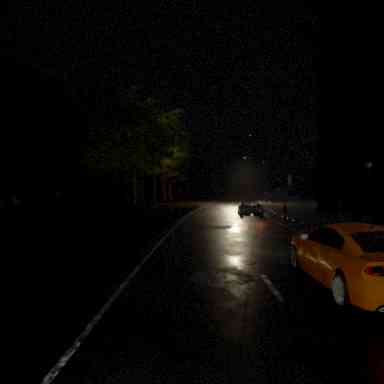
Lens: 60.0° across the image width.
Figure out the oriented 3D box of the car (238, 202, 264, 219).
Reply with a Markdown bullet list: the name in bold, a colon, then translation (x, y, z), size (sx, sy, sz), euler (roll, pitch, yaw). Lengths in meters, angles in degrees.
- **car**: translation (4.937, 1.517, 28.523), size (1.895, 1.301, 4.718), euler (0, 0, 5)

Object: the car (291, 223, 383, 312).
- **car**: translation (3.756, 1.453, 7.716), size (1.882, 1.535, 5.008), euler (0, 0, 1)
